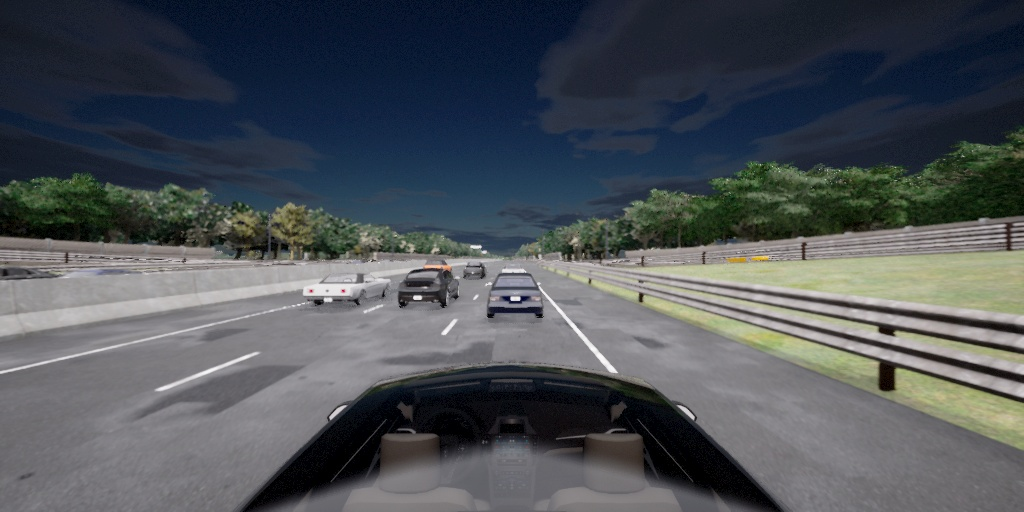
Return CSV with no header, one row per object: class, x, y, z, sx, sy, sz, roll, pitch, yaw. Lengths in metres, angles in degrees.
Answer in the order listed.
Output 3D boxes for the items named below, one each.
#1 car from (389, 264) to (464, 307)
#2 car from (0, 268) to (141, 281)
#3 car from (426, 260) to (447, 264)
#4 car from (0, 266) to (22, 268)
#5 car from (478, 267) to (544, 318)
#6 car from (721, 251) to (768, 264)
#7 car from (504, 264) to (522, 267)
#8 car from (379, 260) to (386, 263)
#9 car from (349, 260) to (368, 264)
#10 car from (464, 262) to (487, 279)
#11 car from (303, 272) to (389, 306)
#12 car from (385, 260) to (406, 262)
car,-3.402,1.260,15.340,1.837,1.490,4.892,0,0,0
car,-17.600,1.281,15.104,1.812,1.442,4.674,0,0,0
car,-6.903,1.129,33.303,2.097,1.767,4.553,0,0,0
car,-24.600,1.262,16.685,1.837,1.490,4.892,0,0,0
car,0.098,1.300,13.012,2.033,1.411,5.357,0,0,0
car,25.633,0.190,39.849,1.882,1.535,5.008,0,-4,-15
car,0.091,1.375,31.981,1.895,1.301,4.718,0,0,0
car,-21.029,1.373,59.895,1.812,1.442,4.674,0,0,1
car,-24.538,1.385,57.338,2.033,1.411,5.357,0,0,1
car,-3.403,1.269,33.546,2.128,1.511,4.902,0,0,0
car,-6.901,1.356,15.696,1.895,1.301,4.718,0,0,0
car,-17.559,1.434,55.903,1.895,1.301,4.718,0,0,1
